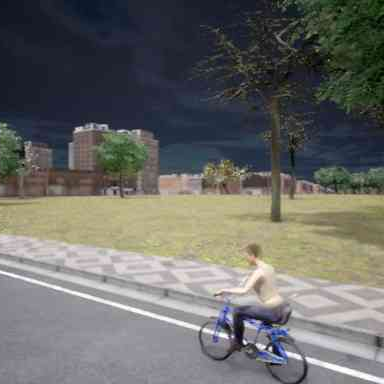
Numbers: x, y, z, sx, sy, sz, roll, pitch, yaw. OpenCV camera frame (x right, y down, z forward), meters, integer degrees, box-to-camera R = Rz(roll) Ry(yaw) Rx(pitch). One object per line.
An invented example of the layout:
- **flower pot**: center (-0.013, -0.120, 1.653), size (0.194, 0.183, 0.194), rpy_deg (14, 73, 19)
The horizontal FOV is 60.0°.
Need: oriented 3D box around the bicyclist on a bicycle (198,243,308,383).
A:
- **bicyclist on a bicycle**: center (0.694, 1.438, 4.164), size (1.509, 1.612, 0.866), rpy_deg (0, 0, 36)
